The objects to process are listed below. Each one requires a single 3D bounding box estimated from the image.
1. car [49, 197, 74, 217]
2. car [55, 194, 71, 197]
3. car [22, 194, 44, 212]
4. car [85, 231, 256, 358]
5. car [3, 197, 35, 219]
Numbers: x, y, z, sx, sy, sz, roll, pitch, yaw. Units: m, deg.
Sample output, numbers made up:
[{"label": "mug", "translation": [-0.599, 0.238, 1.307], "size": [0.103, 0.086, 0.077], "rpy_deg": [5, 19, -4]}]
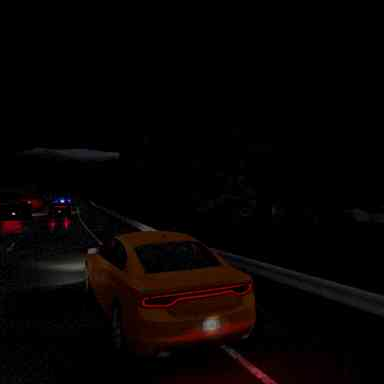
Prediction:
[{"label": "car", "translation": [-12.366, 1.492, 31.300], "size": [2.128, 1.511, 4.902], "rpy_deg": [0, 0, -20]}, {"label": "car", "translation": [-15.907, 1.221, 41.141], "size": [2.150, 2.045, 5.566], "rpy_deg": [0, 0, -19]}, {"label": "car", "translation": [-18.899, 1.221, 39.269], "size": [2.150, 2.045, 5.566], "rpy_deg": [0, 0, -20]}, {"label": "car", "translation": [-0.820, 1.478, 6.327], "size": [1.882, 1.535, 5.008], "rpy_deg": [0, 0, -25]}, {"label": "car", "translation": [-15.284, 1.505, 29.219], "size": [1.837, 1.490, 4.892], "rpy_deg": [0, 0, -20]}]
